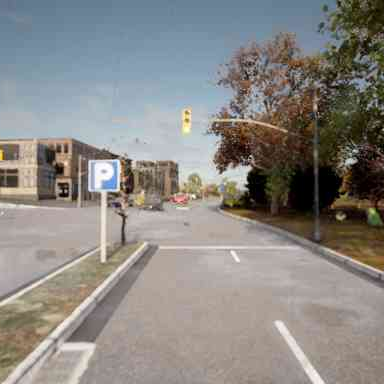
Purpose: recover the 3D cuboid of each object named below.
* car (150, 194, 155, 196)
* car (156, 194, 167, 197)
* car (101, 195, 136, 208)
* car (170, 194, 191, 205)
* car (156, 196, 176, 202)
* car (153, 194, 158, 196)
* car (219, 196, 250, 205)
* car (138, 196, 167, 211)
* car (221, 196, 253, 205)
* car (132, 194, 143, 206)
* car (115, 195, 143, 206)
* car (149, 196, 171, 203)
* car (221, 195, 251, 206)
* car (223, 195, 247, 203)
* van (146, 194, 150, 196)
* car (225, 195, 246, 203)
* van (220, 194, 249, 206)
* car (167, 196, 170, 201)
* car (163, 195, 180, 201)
[{"bbox_3d":[-10.195,1.669,63.395,4.892,1.521,2.231,-1,-1,-14],"label":"car"},{"bbox_3d":[-8.667,1.774,75.378,4.674,1.452,2.002,-1,0,-12],"label":"car"},{"bbox_3d":[-11.594,1.638,51.436,4.792,1.488,2.163,-1,0,-15],"label":"car"},{"bbox_3d":[-2.184,1.401,64.944,2.150,2.045,5.566,0,1,7],"label":"car"},{"bbox_3d":[-6.863,1.799,87.328,5.008,1.535,2.097,-1,0,-11],"label":"car"},{"bbox_3d":[-9.830,1.725,66.391,4.674,1.452,2.002,-1,0,-13],"label":"car"},{"bbox_3d":[8.004,1.605,62.899,5.366,1.575,1.946,1,0,-13],"label":"car"},{"bbox_3d":[-4.572,1.528,39.307,1.837,1.490,4.892,0,-1,4],"label":"car"},{"bbox_3d":[8.030,1.595,60.047,5.366,1.575,1.946,1,0,-13],"label":"car"},{"bbox_3d":[-10.957,1.612,54.430,5.366,1.575,1.946,-1,-1,-15],"label":"car"},{"bbox_3d":[-10.872,1.509,57.383,4.553,1.767,2.185,-1,-1,-14],"label":"car"},{"bbox_3d":[-7.811,1.767,81.365,5.008,1.535,2.097,-1,-1,-12],"label":"car"},{"bbox_3d":[7.502,1.455,57.053,4.553,1.767,2.185,1,0,-14],"label":"car"},{"bbox_3d":[9.253,1.527,71.757,4.553,1.767,2.185,1,0,-12],"label":"car"},{"bbox_3d":[-10.415,1.424,60.425,4.442,1.987,1.878,-1,-1,-14],"label":"van"},{"bbox_3d":[10.137,1.556,77.629,4.553,1.767,2.185,1,0,-11],"label":"car"},{"bbox_3d":[7.126,1.339,54.083,4.442,1.987,1.878,1,0,-14],"label":"van"},{"bbox_3d":[-8.225,1.499,78.387,5.566,2.045,2.435,-1,-1,-12],"label":"car"},{"bbox_3d":[-5.837,1.705,93.288,4.553,1.767,2.185,-1,0,-10],"label":"car"}]
